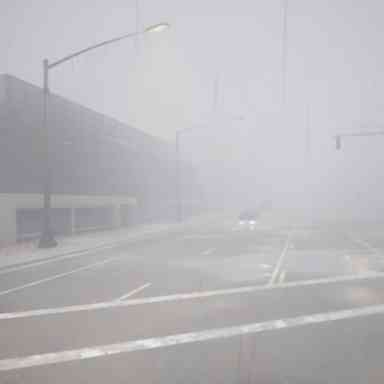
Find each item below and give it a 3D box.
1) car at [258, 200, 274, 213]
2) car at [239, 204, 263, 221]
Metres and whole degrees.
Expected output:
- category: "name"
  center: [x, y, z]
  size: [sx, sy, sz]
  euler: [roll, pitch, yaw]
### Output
- category: "car"
  center: [12.157, 2.277, 54.483]
  size: [2.150, 2.045, 5.566]
  euler: [-2, -1, 19]
- category: "car"
  center: [6.673, 2.532, 38.497]
  size: [1.994, 1.385, 4.181]
  euler: [-2, -1, 19]
